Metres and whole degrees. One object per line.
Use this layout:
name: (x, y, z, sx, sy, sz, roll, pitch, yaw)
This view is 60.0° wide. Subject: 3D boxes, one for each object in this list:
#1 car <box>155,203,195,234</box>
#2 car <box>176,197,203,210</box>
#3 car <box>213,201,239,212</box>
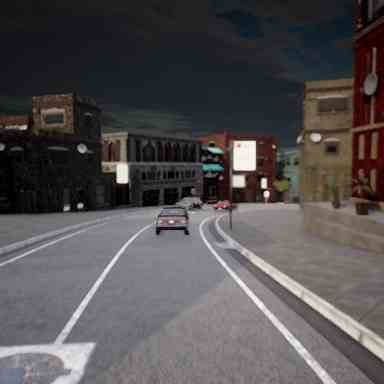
car: (-1.013, 1.582, 19.472, 2.033, 1.411, 5.357, 0, 0, 1)
car: (-0.364, 1.399, 40.604, 2.097, 1.767, 4.553, 2, 0, 24)
car: (4.443, 1.774, 42.441, 1.895, 1.301, 4.718, 2, 0, 27)
